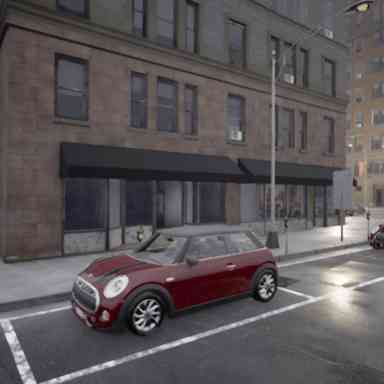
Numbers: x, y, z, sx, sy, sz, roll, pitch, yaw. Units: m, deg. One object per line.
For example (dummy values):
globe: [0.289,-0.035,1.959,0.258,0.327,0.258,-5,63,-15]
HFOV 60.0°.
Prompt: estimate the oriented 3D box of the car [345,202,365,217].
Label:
car: [12.432,1.248,29.729,2.097,1.767,4.553,1,0,-36]

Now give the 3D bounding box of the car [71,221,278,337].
car: [-0.219,1.440,6.605,4.097,1.590,1.967,0,0,-36]

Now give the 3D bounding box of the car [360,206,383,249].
car: [8.716,1.443,12.999,4.097,1.590,1.967,0,0,-36]
